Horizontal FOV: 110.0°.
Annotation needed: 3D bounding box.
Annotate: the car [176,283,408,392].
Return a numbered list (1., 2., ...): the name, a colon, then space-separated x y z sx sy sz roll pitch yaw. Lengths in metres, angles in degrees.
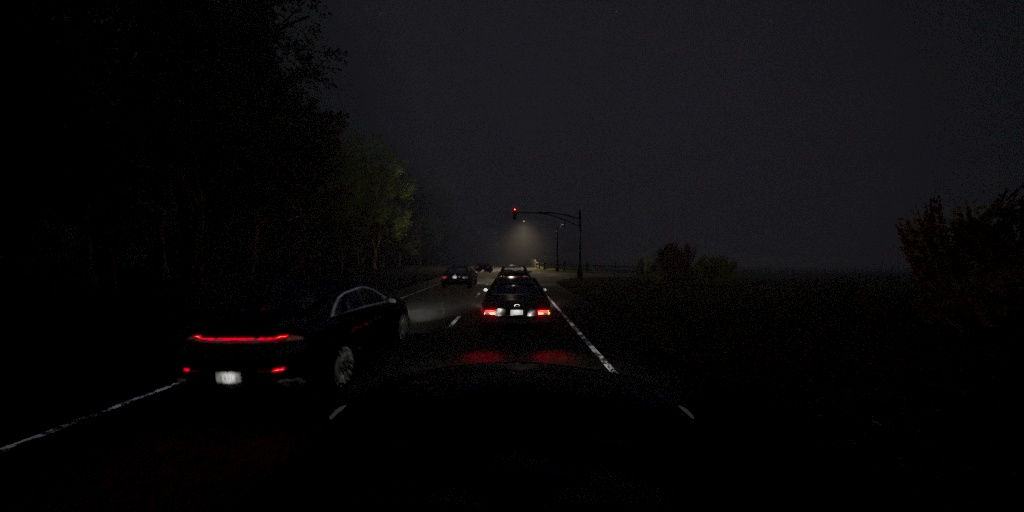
1. car: -3.400 1.243 6.721 2.128 1.511 4.902 0 0 0

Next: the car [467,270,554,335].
1. car: 0.101 1.300 10.470 2.033 1.411 5.357 0 0 0

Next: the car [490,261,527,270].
1. car: 0.103 1.246 20.219 2.128 1.511 4.902 0 0 0

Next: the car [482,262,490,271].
1. car: -3.404 1.358 44.107 1.895 1.301 4.718 0 0 0

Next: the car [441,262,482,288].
1. car: -3.392 1.303 23.682 2.033 1.411 5.357 0 0 0

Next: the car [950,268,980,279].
1. car: 50.203 1.896 38.862 4.718 1.301 1.895 1 -1 0
